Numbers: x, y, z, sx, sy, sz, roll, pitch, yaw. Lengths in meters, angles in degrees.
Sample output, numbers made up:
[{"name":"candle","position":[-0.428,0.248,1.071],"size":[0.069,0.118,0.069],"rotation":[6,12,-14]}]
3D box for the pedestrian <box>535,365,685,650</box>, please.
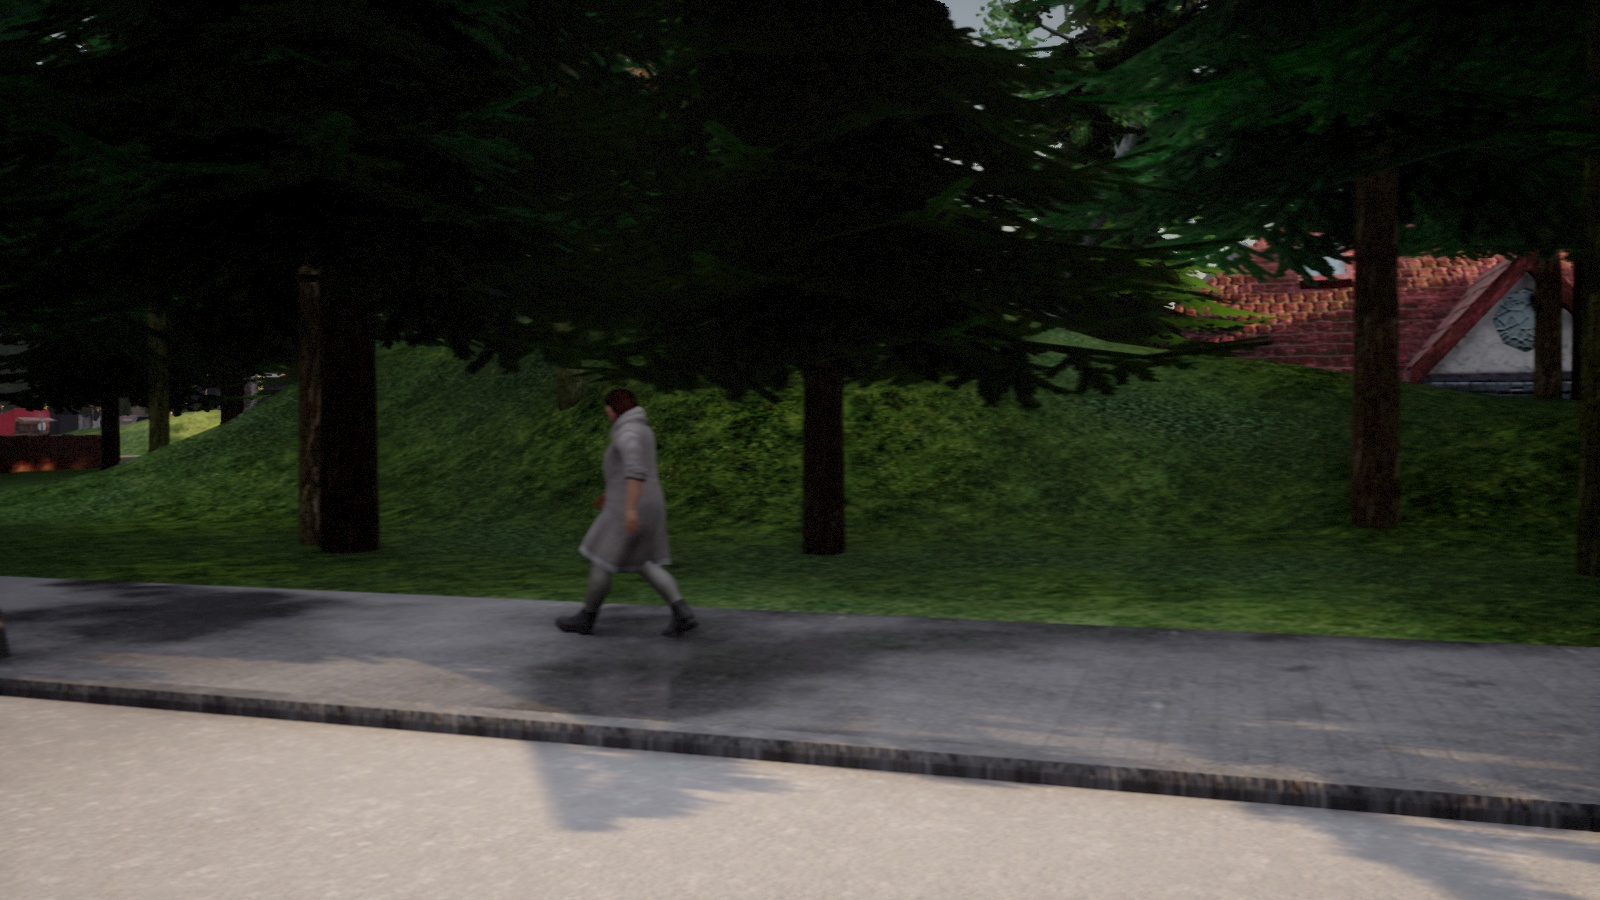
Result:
[{"name":"pedestrian","position":[-1.353,0.387,9.035],"size":[0.873,1.952,0.659],"rotation":[0,1,15]}]
